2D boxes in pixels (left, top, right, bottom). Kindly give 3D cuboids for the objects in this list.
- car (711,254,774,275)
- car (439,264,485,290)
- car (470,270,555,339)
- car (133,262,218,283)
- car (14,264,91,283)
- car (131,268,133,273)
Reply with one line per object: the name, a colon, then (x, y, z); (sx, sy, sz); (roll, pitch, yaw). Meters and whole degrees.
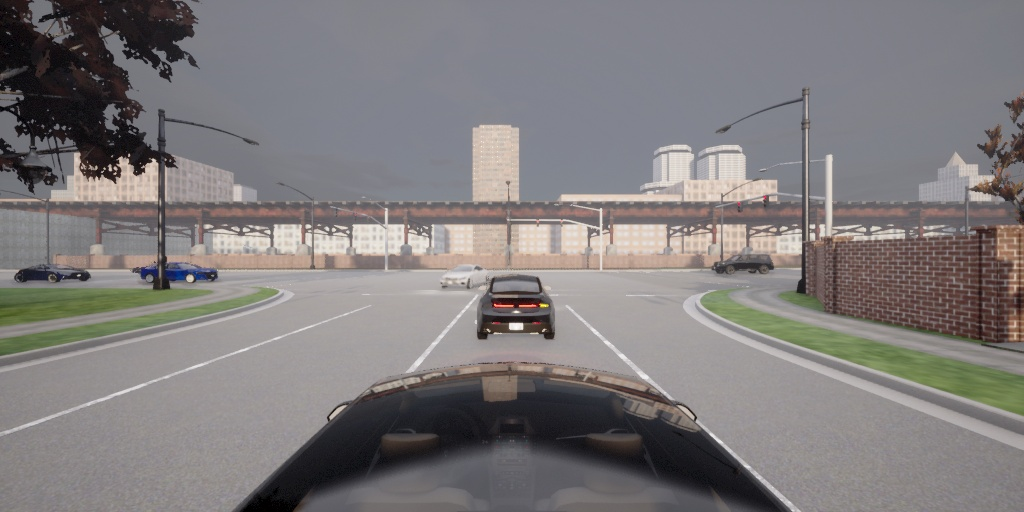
car: (23.553, 0.835, 36.664); (5.566, 2.045, 2.150); (-1, 0, 3)
car: (-2.911, 1.260, 22.843); (1.812, 1.442, 4.674); (-1, 0, 16)
car: (0.093, 1.256, 10.060); (1.837, 1.490, 4.892); (0, 0, 0)
car: (-25.226, 1.228, 27.291); (5.008, 1.535, 1.882); (0, 0, 2)
car: (-35.254, 1.314, 27.600); (4.181, 1.385, 1.994); (0, 0, 2)
car: (-37.273, 1.297, 38.307); (5.357, 1.411, 2.033); (0, 0, 2)
